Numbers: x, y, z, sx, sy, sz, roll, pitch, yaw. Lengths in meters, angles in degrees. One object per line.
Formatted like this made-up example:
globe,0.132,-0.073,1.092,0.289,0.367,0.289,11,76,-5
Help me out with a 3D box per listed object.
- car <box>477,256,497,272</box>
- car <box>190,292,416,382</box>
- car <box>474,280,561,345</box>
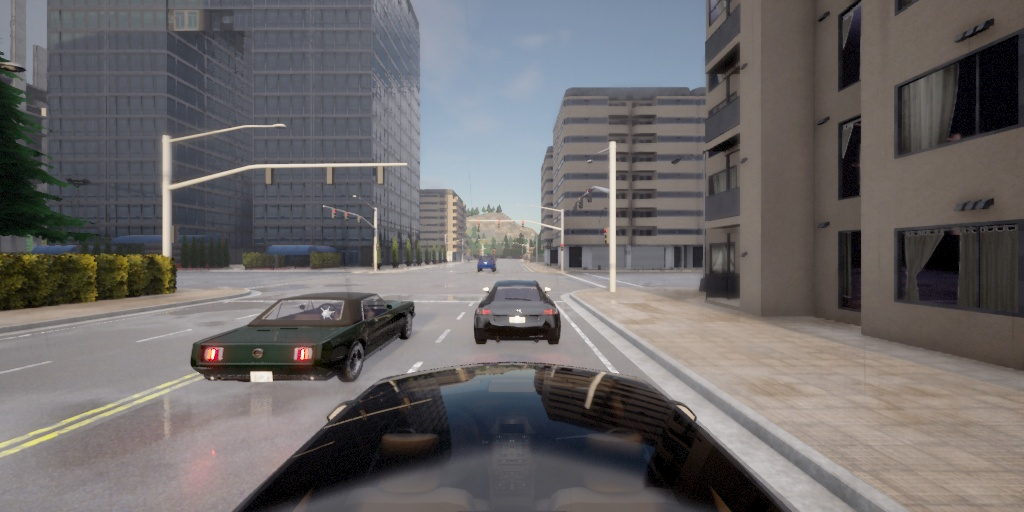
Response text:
car,-3.210,0.985,46.257,2.150,2.045,5.566,0,0,0
car,-3.381,1.353,7.088,1.895,1.301,4.718,0,0,0
car,0.130,1.316,9.566,1.994,1.385,4.181,0,0,1
